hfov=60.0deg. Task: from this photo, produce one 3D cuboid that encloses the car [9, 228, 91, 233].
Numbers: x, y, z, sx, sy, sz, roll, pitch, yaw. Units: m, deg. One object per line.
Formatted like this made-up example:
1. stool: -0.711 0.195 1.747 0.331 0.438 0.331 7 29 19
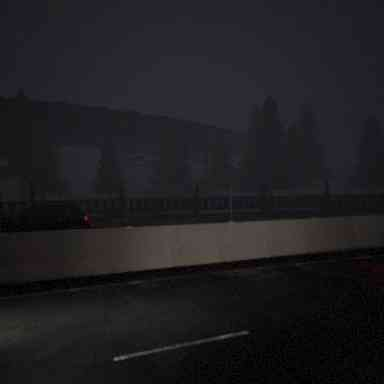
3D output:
1. car: -7.032 1.301 15.196 4.553 1.767 2.097 -1 1 -22
